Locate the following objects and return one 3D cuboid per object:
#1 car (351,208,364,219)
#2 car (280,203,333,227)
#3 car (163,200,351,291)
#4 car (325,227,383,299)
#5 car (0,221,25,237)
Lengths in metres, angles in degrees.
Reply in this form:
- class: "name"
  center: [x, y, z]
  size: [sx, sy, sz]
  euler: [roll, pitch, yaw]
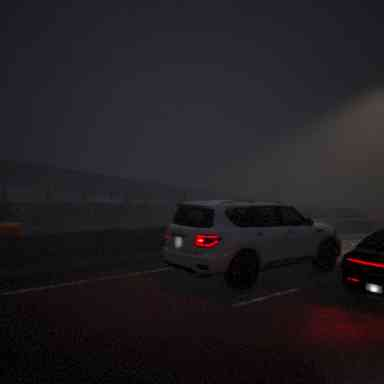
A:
- class: "car"
  center: [13.840, 2.400, 31.037]
  size: [5.566, 2.045, 2.150]
  euler: [6, -4, -35]
- class: "car"
  center: [11.733, 2.392, 33.829]
  size: [5.566, 2.045, 2.150]
  euler: [6, -4, -35]
- class: "car"
  center: [1.861, 1.254, 9.367]
  size: [5.566, 2.045, 2.150]
  euler: [1, 0, -35]
- class: "car"
  center: [5.328, 1.558, 7.539]
  size: [4.892, 1.490, 1.837]
  euler: [1, -1, -35]
- class: "car"
  center: [-8.318, 1.479, 10.956]
  size: [5.008, 1.535, 1.882]
  euler: [0, 0, -35]
